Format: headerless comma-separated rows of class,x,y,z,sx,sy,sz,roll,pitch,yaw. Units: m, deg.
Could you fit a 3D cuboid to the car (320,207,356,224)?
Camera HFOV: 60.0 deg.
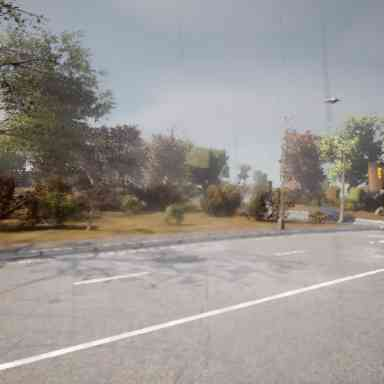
car,16.062,2.513,37.432,2.097,1.767,4.553,4,-2,-24
